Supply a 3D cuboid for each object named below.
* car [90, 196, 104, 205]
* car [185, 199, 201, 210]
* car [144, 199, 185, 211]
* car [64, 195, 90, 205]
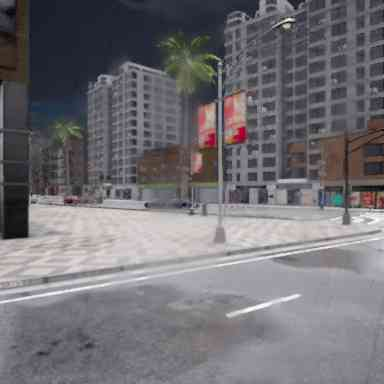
[{"bbox_3d":[-16.620,1.370,55.936,4.181,1.385,1.994,0,0,45],"label":"car"},{"bbox_3d":[-1.152,1.505,41.411,4.718,1.301,1.895,0,0,42],"label":"car"},{"bbox_3d":[-3.439,1.509,39.093,4.718,1.301,1.895,0,0,42],"label":"car"},{"bbox_3d":[-18.867,1.288,53.587,5.008,1.535,1.882,0,0,45],"label":"car"}]
